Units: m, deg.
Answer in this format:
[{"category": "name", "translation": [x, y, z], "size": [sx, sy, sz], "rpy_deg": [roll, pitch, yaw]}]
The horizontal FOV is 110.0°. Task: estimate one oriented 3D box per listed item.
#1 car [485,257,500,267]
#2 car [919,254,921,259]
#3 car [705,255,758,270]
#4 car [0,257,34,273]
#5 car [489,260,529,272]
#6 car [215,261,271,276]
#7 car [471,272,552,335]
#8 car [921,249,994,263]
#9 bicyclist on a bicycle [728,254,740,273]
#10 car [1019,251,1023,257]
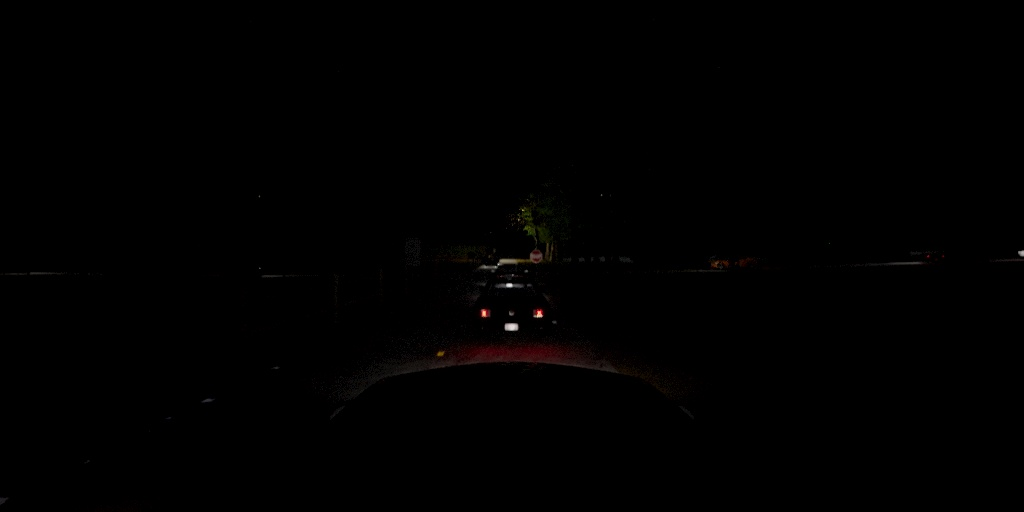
[{"category": "car", "translation": [-3.381, 1.004, 59.003], "size": [1.812, 1.442, 4.674], "rpy_deg": [0, 1, -1]}, {"category": "car", "translation": [46.291, -0.069, 37.922], "size": [4.718, 1.301, 1.895], "rpy_deg": [-2, -1, 0]}, {"category": "car", "translation": [22.995, 0.659, 37.694], "size": [5.008, 1.535, 1.882], "rpy_deg": [-2, -1, -1]}, {"category": "car", "translation": [-48.561, 0.831, 33.939], "size": [4.892, 1.490, 1.837], "rpy_deg": [1, -1, 0]}, {"category": "car", "translation": [-0.128, 1.202, 20.503], "size": [1.837, 1.490, 4.892], "rpy_deg": [0, 0, 0]}, {"category": "car", "translation": [-25.583, 1.168, 34.149], "size": [4.674, 1.442, 1.812], "rpy_deg": [0, -1, -1]}, {"category": "car", "translation": [-0.011, 1.328, 10.400], "size": [1.895, 1.301, 4.718], "rpy_deg": [0, 0, 0]}, {"category": "car", "translation": [43.702, -0.014, 35.064], "size": [4.718, 1.301, 1.895], "rpy_deg": [-2, -1, 0]}, {"category": "bicyclist on a bicycle", "translation": [19.595, 0.659, 31.669], "size": [0.582, 1.620, 1.656], "rpy_deg": [-1, 0, -1]}, {"category": "car", "translation": [53.369, -0.390, 35.235], "size": [4.718, 1.301, 1.895], "rpy_deg": [-2, -1, -1]}]
